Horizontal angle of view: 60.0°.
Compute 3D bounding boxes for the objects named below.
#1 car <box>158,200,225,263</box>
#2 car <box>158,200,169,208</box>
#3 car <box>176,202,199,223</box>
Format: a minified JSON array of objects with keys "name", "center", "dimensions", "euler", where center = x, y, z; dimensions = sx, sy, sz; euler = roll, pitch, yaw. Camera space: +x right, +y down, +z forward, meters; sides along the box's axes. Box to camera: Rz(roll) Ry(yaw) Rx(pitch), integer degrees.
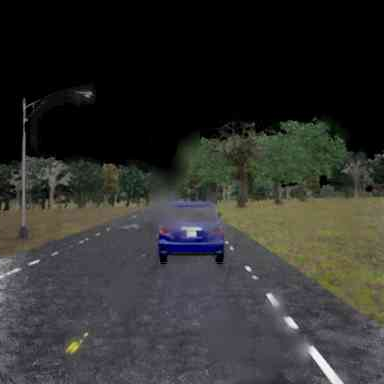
[{"name":"car","center":[-0.027,1.355,12.613],"dimensions":[2.150,2.045,5.566],"euler":[0,0,0]},{"name":"car","center":[-5.568,2.340,65.683],"dimensions":[1.837,1.490,4.892],"euler":[0,-1,-2]},{"name":"car","center":[-0.468,1.742,29.321],"dimensions":[1.882,1.535,5.008],"euler":[0,0,-2]}]
